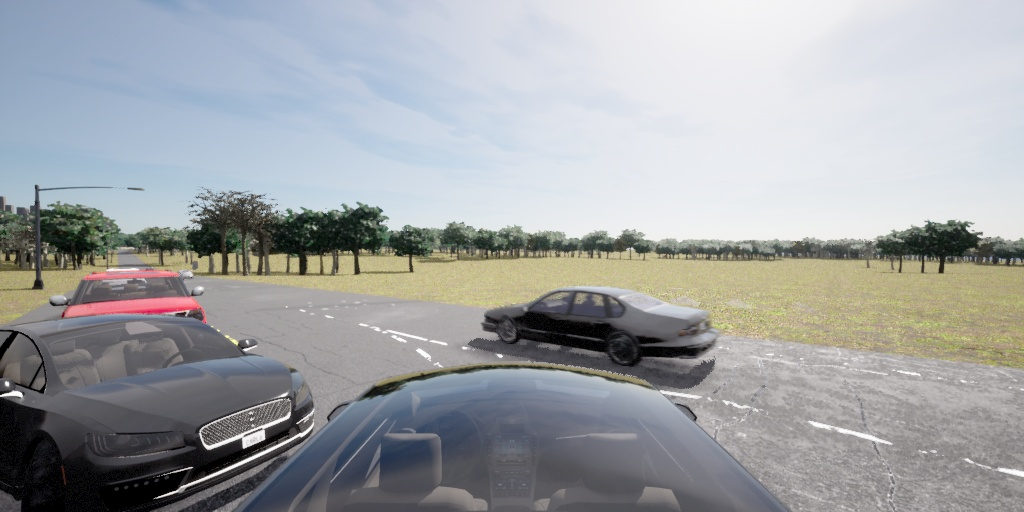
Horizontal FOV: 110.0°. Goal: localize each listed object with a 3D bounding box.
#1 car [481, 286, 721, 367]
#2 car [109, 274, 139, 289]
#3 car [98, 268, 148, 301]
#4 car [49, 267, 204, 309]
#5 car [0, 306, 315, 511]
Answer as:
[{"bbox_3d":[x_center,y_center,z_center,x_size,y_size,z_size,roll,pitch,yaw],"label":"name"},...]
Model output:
[{"bbox_3d":[1.685,1.417,8.335,5.357,1.411,2.033,-2,-1,42],"label":"car"},{"bbox_3d":[-41.332,2.666,38.302,1.895,1.301,4.718,-1,0,-44],"label":"car"},{"bbox_3d":[-27.461,1.890,25.327,5.566,2.045,2.150,-2,0,42],"label":"car"},{"bbox_3d":[-9.268,1.386,8.801,5.566,2.045,2.150,-2,0,42],"label":"car"},{"bbox_3d":[-4.470,1.445,4.039,4.892,1.490,1.837,-3,-3,23],"label":"car"}]
